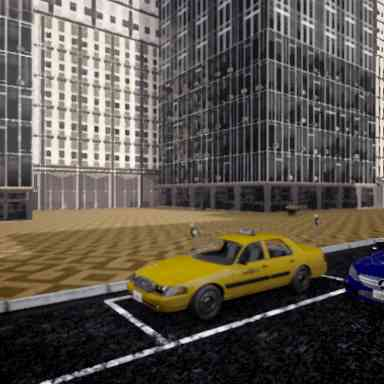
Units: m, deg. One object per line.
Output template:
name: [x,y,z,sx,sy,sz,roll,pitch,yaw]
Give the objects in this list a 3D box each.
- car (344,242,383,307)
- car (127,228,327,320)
car: [5.165,1.517,7.067,4.674,1.442,1.812,0,0,-36]
car: [1.004,1.520,7.279,4.829,1.417,1.752,0,0,-36]
